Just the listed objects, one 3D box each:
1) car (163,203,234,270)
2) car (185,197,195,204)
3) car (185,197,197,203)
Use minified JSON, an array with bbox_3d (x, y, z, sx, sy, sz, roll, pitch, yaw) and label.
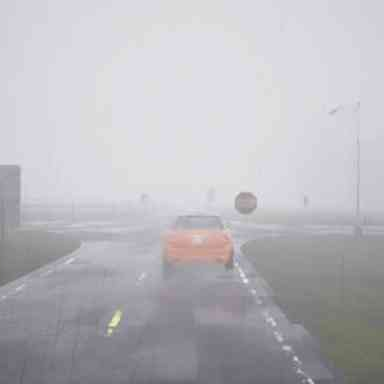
[{"bbox_3d":[0.314,1.428,11.587,2.097,1.767,4.553,0,0,4],"label":"car"},{"bbox_3d":[-0.546,1.988,79.390,1.837,1.490,4.892,0,0,-6],"label":"car"},{"bbox_3d":[0.103,1.993,68.863,2.033,1.411,5.357,0,0,-2],"label":"car"}]
